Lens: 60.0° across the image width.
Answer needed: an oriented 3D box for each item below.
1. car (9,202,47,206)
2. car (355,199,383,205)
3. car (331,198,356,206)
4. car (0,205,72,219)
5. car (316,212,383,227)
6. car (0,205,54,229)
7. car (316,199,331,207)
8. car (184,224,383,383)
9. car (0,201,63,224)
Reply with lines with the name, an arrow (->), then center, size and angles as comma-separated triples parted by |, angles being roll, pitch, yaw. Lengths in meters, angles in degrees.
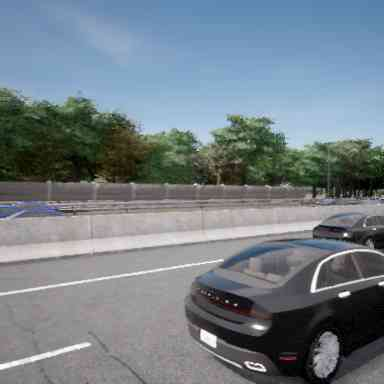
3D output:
car -> -10.681, 1.489, 17.866 | 5.008, 1.535, 1.882 | 0, 0, -35
car -> 23.391, 1.653, 42.095 | 5.357, 1.411, 2.033 | 0, 0, -35
car -> 21.349, 1.612, 44.946 | 4.892, 1.490, 1.837 | 0, 0, -35
car -> -7.718, 1.537, 15.679 | 4.674, 1.442, 1.812 | 0, 0, -35
car -> 6.667, 1.535, 12.914 | 4.892, 1.490, 1.837 | 0, 0, -35
car -> -11.402, 1.579, 21.646 | 4.181, 1.385, 1.994 | 0, 0, -35
car -> 20.440, 1.660, 48.575 | 5.357, 1.411, 2.033 | 0, 0, -35
car -> 2.167, 1.517, 5.410 | 4.892, 1.490, 1.837 | 0, 0, -35
car -> -12.577, 1.496, 25.105 | 5.008, 1.535, 1.882 | 0, 0, -35
